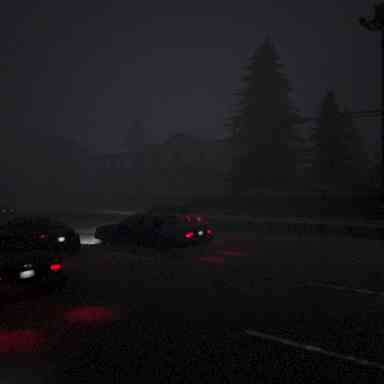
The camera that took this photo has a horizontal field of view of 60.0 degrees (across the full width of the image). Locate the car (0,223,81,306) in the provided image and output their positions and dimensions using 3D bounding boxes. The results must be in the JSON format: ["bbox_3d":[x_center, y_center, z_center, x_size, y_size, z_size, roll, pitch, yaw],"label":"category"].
[{"bbox_3d":[-5.103,1.585,7.633,5.357,1.411,2.033,0,0,35],"label":"car"}]

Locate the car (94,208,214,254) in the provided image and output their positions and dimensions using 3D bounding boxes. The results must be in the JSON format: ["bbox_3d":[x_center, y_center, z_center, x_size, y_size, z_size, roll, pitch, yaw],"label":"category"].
[{"bbox_3d":[-1.716,1.589,13.816,5.357,1.411,2.033,0,0,36],"label":"car"}]

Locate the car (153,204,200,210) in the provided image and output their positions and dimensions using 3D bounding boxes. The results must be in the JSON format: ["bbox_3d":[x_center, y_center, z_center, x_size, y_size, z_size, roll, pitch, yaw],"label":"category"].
[{"bbox_3d":[-1.373,1.402,17.872,4.553,1.767,2.097,0,0,35],"label":"car"}]

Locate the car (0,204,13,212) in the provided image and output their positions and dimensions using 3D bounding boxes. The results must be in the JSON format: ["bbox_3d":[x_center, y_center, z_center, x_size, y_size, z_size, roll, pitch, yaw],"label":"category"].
[{"bbox_3d":[-18.003,1.690,29.735,5.357,1.411,2.033,0,0,36],"label":"car"}]

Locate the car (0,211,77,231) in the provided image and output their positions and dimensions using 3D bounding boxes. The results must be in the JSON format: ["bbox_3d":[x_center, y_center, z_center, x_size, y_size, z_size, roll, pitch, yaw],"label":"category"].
[{"bbox_3d":[-6.148,1.619,12.678,4.181,1.385,1.994,0,0,36],"label":"car"}]
